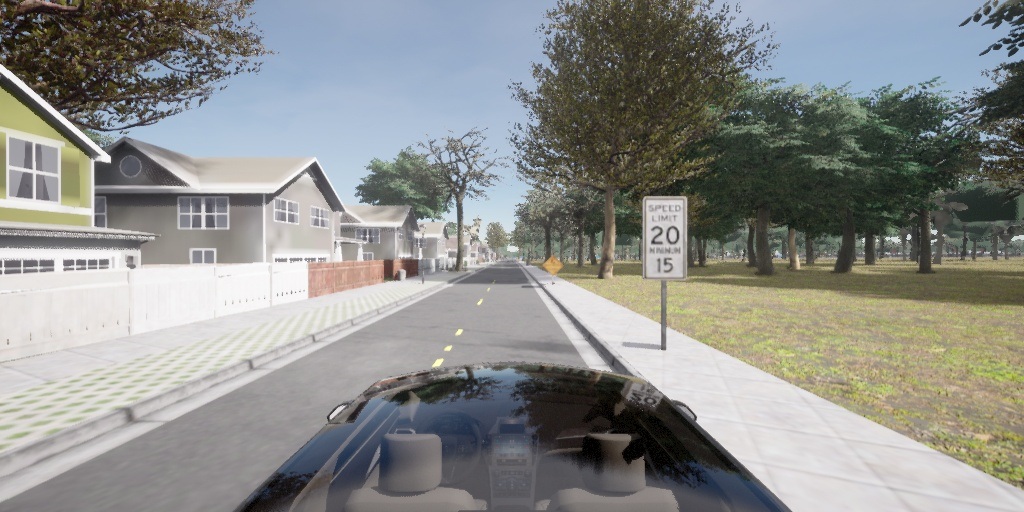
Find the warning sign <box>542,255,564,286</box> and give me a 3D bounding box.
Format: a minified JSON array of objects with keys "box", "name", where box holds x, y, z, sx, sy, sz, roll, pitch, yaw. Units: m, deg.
[{"box":[2.517,0.862,22.110,1.300,1.860,1.060,0,0,0],"name":"warning sign"}]
